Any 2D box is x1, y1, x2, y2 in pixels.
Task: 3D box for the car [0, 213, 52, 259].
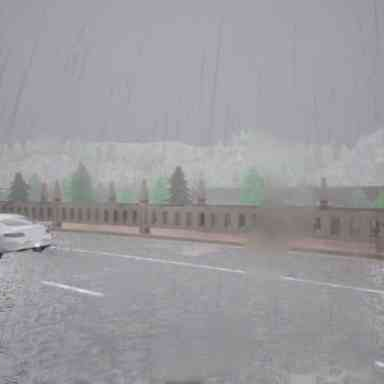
[{"bbox_3d":[-7.154,1.514,12.134,4.674,1.442,1.812,0,0,29],"label":"car"}]
